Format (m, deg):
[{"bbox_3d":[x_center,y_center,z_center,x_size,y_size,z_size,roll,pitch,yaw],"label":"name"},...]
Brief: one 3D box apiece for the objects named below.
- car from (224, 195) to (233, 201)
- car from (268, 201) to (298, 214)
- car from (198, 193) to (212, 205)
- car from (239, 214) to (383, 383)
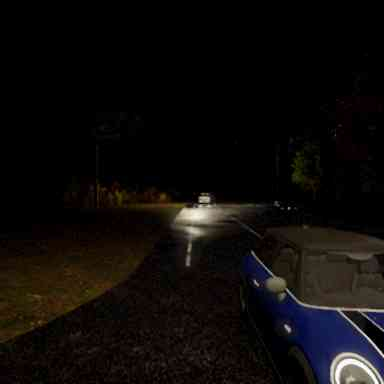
[{"bbox_3d":[9.465,1.589,86.674,1.837,1.490,4.892,0,0,1],"label":"car"},{"bbox_3d":[8.896,1.575,32.863,2.033,1.411,5.357,0,0,1],"label":"car"},{"bbox_3d":[2.354,1.302,61.571,2.150,2.045,5.566,-1,0,4],"label":"car"},{"bbox_3d":[1.927,1.364,4.224,2.097,1.767,4.553,0,0,-1],"label":"car"}]
